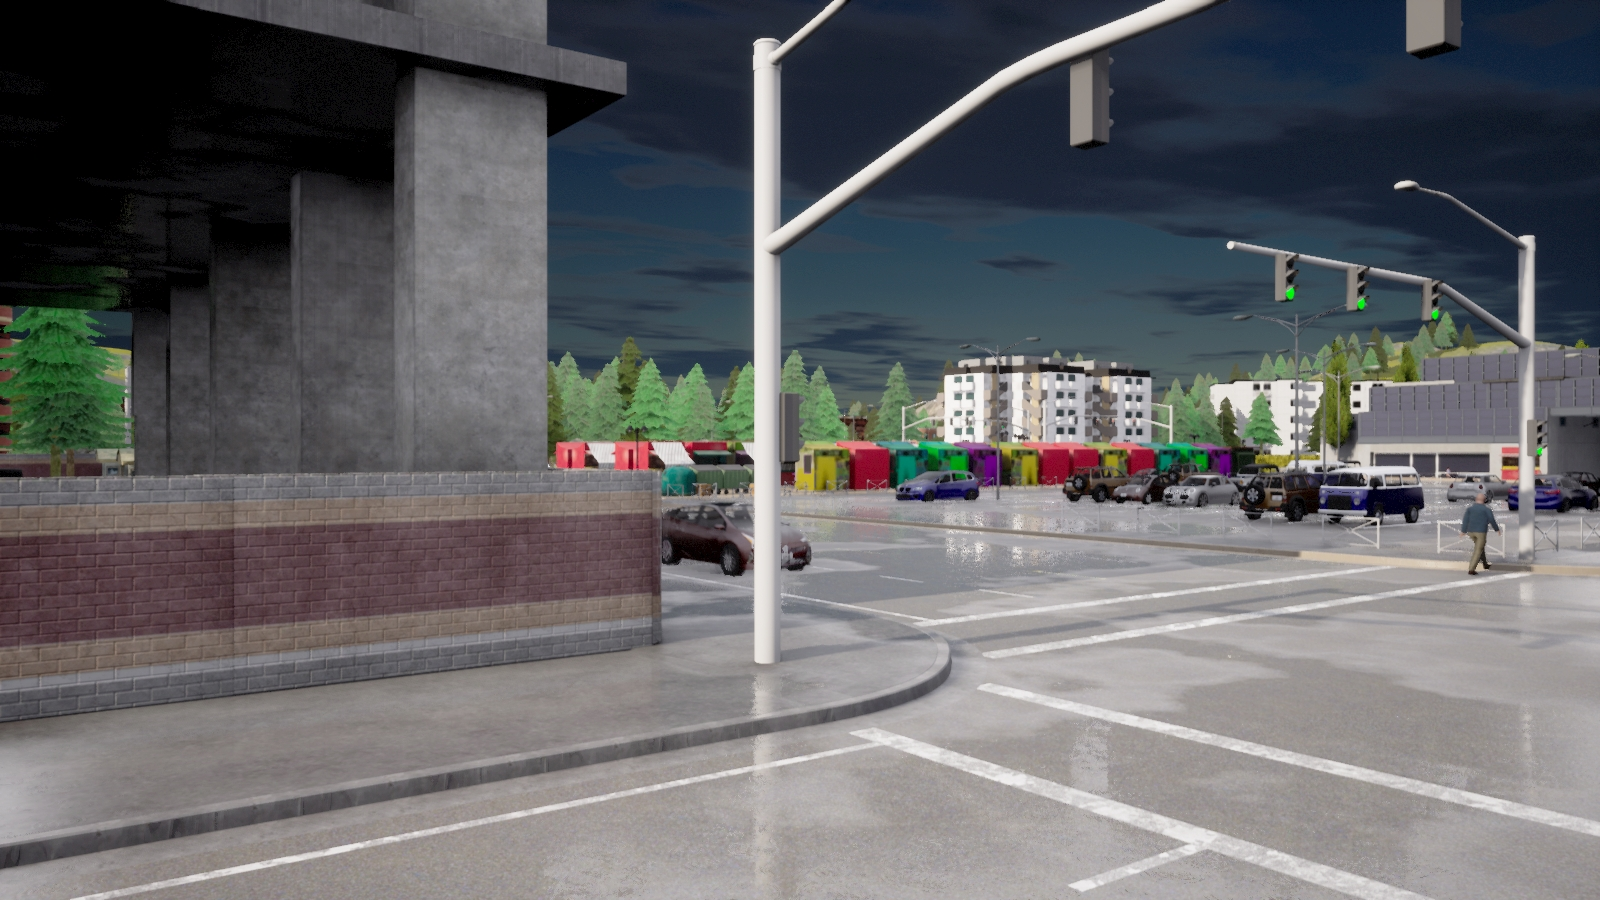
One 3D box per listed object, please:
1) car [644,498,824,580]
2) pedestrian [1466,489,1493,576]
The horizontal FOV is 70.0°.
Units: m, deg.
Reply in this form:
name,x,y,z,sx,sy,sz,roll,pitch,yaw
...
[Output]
name,x,y,z,sx,sy,sz,roll,pitch,yaw
car,-1.628,1.981,26.445,2.007,1.525,4.514,0,0,-36
pedestrian,14.794,1.790,24.871,0.375,1.860,0.375,0,0,-29
